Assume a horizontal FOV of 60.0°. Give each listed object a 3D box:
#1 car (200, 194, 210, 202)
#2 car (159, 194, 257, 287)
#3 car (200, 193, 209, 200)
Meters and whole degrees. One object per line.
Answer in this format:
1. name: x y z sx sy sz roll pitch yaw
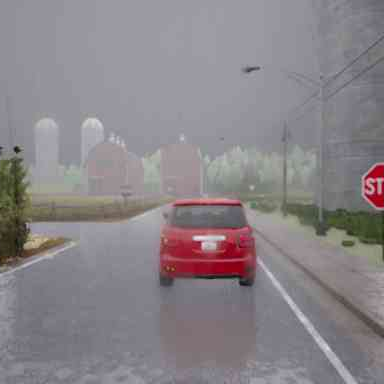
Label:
1. car: 2.351 1.026 60.443 1.812 1.442 4.674 0 0 3
2. car: 0.327 1.143 9.272 2.150 2.045 5.566 0 0 0
3. car: 2.658 0.994 70.486 1.895 1.301 4.718 0 0 2
